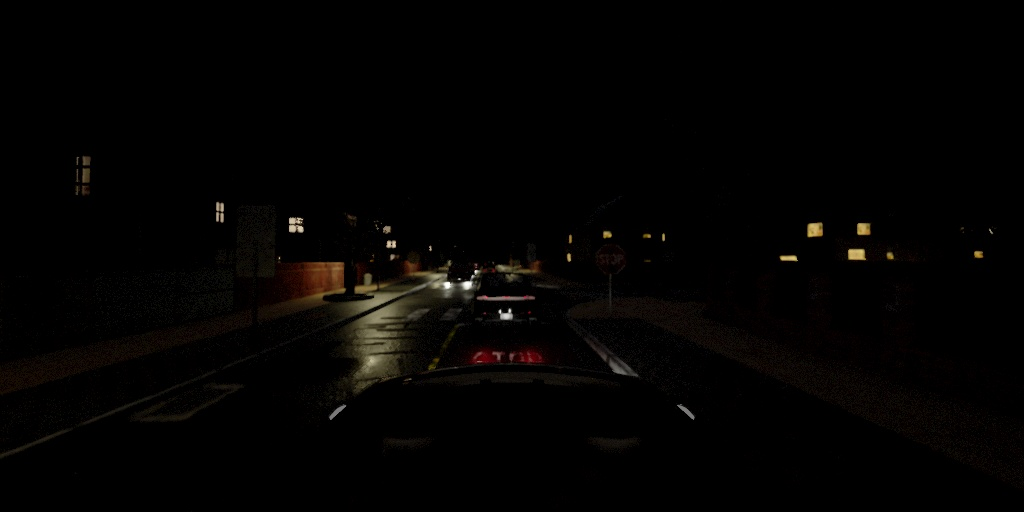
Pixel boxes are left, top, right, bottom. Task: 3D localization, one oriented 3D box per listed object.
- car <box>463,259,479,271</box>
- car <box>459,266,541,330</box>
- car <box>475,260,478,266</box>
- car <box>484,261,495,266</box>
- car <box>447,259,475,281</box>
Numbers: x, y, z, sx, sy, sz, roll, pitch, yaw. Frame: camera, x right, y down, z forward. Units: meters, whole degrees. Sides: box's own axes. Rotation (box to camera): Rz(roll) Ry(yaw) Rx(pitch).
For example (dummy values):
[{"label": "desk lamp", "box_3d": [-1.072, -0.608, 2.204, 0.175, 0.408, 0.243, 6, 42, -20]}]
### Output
[{"label": "car", "box_3d": [-6.223, 1.283, 54.782, 2.097, 1.767, 4.553, 0, 0, -4]}, {"label": "car", "box_3d": [-0.238, 1.247, 11.112, 2.128, 1.511, 4.902, 0, 0, -2]}, {"label": "car", "box_3d": [-5.227, 1.388, 41.076, 2.033, 1.411, 5.357, 0, 0, -4]}, {"label": "car", "box_3d": [-3.804, 1.500, 60.483, 1.812, 1.442, 4.674, 0, 0, -4]}, {"label": "car", "box_3d": [-4.511, 1.273, 31.255, 1.882, 1.535, 5.008, 0, 0, -4]}]
